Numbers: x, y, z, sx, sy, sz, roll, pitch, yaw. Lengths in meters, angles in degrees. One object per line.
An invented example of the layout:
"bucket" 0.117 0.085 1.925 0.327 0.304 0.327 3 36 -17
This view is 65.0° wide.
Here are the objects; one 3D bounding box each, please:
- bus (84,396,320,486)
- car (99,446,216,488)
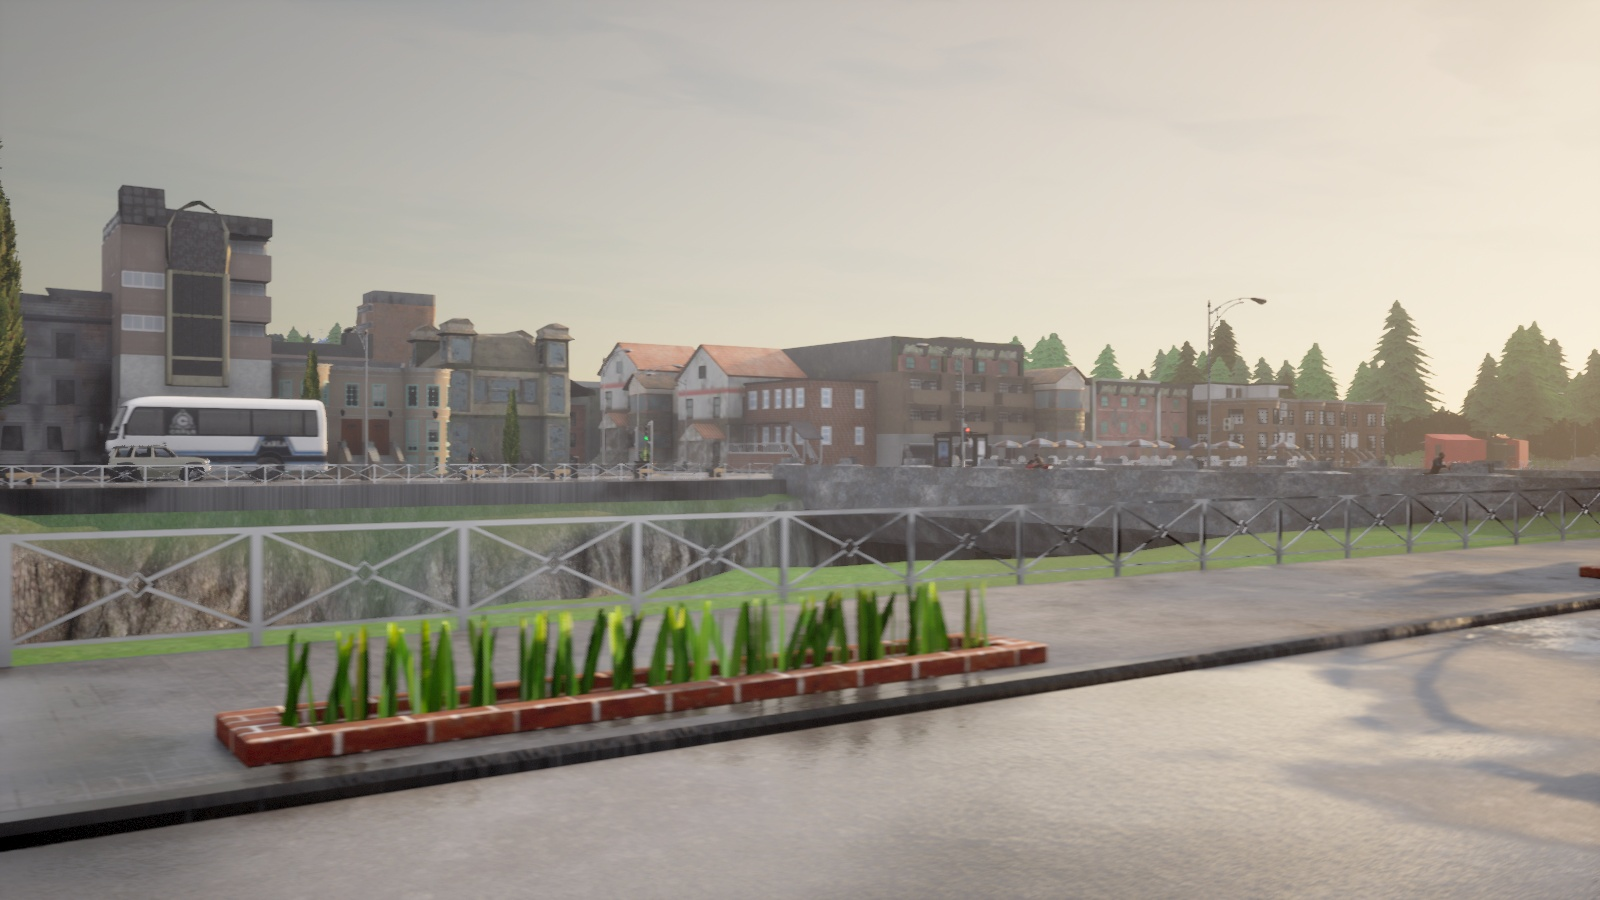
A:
"bus" -30.072 -0.413 63.406 10.273 4.253 3.944 0 0 -35
"car" -29.963 0.769 58.607 4.605 1.855 1.932 0 0 -35
